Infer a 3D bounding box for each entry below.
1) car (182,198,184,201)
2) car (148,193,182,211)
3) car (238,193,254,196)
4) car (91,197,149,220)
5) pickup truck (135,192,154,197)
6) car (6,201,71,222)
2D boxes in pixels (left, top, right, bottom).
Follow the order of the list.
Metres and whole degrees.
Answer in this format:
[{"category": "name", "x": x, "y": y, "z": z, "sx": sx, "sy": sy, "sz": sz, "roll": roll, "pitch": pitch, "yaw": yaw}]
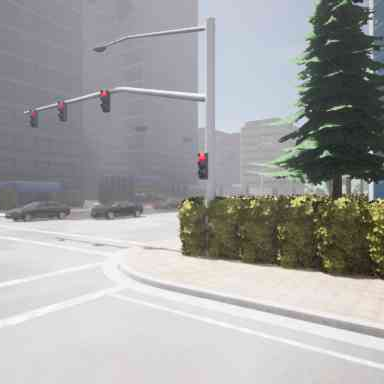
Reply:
[{"category": "car", "x": 1.185, "y": 1.526, "z": 39.317, "sx": 1.812, "sy": 1.442, "sz": 4.674, "roll": 0, "pitch": 0, "yaw": 35}, {"category": "car", "x": -2.611, "y": 1.351, "z": 40.018, "sx": 2.097, "sy": 1.767, "sz": 4.553, "roll": 0, "pitch": 0, "yaw": 35}, {"category": "car", "x": 8.781, "y": 1.261, "z": 56.034, "sx": 2.150, "sy": 2.045, "sz": 5.566, "roll": 0, "pitch": 0, "yaw": 35}, {"category": "car", "x": -6.353, "y": 1.478, "z": 28.629, "sx": 1.882, "sy": 1.535, "sz": 5.008, "roll": 0, "pitch": 0, "yaw": 35}, {"category": "pickup truck", "x": -7.329, "y": 1.059, "z": 55.944, "sx": 6.274, "sy": 2.098, "sz": 2.390, "roll": 0, "pitch": 0, "yaw": -24}, {"category": "car", "x": -12.117, "y": 1.504, "z": 26.511, "sx": 1.837, "sy": 1.490, "sz": 4.892, "roll": 0, "pitch": 0, "yaw": 35}]
